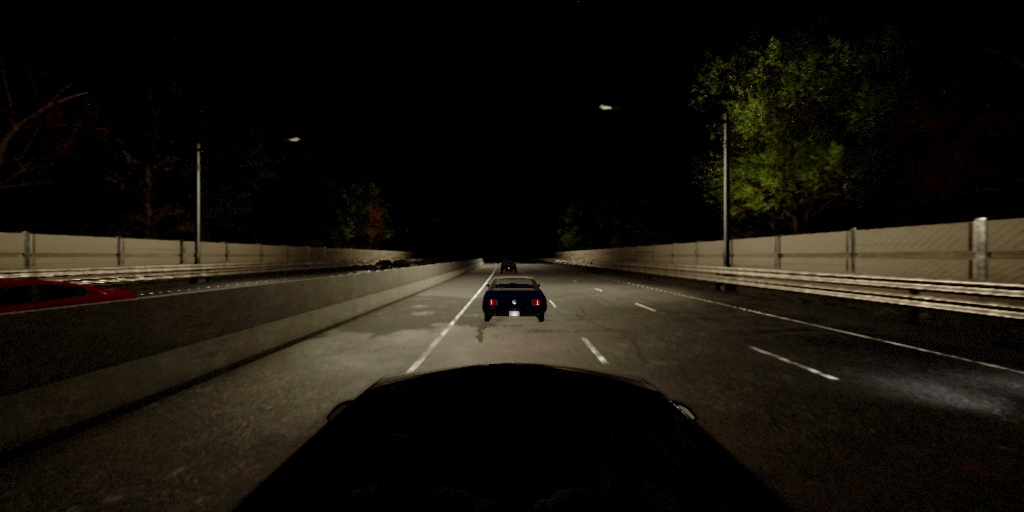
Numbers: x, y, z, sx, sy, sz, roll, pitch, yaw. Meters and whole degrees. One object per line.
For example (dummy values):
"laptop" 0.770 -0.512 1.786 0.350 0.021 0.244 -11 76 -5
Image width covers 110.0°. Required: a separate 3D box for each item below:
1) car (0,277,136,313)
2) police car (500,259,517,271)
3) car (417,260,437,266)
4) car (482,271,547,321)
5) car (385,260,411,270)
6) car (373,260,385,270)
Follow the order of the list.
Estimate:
"car" -10.617 1.231 7.151 1.882 1.535 5.008 0 0 0
"police car" -0.423 1.189 44.239 1.930 1.638 5.238 0 0 -1
"car" -11.182 1.240 47.208 1.882 1.535 5.008 0 0 -1
"car" 0.059 1.354 12.422 1.895 1.301 4.718 0 0 0
"car" -14.681 1.267 47.114 1.837 1.490 4.892 0 0 -1
"car" -18.272 1.287 51.298 1.812 1.442 4.674 0 0 -1
